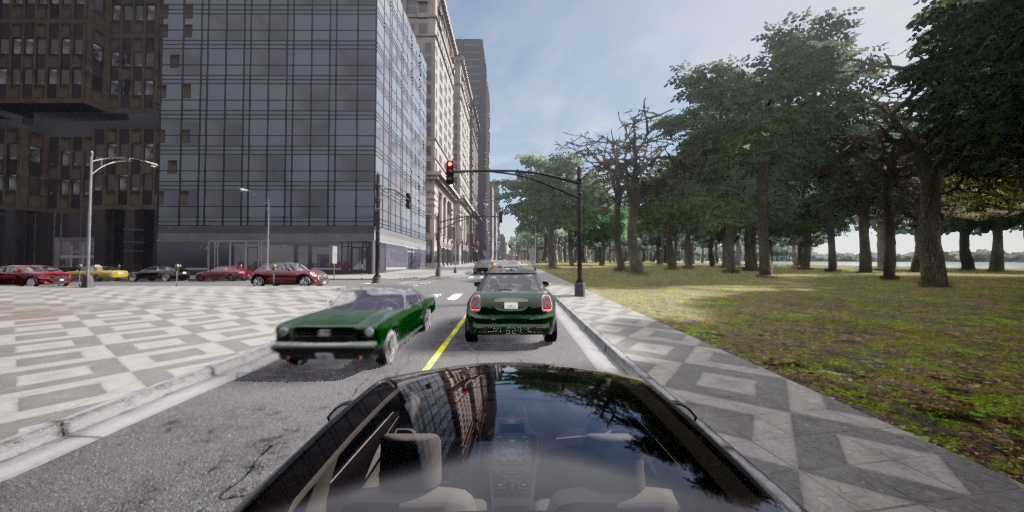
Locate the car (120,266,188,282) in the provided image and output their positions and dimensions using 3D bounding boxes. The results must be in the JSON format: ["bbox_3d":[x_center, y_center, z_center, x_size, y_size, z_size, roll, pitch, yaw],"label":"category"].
[{"bbox_3d":[-30.061,1.480,30.626,4.313,1.339,1.948,0,0,0],"label":"car"}]

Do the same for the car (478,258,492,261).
[{"bbox_3d":[-3.218,1.180,41.241,2.097,1.767,4.553,0,0,0],"label":"car"}]

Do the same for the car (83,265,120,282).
[{"bbox_3d":[-35.719,1.443,30.601,4.829,1.417,1.751,0,0,0],"label":"car"}]

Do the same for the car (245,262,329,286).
[{"bbox_3d":[-13.599,1.119,22.174,4.097,1.591,1.967,0,0,-1],"label":"car"}]

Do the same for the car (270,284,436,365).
[{"bbox_3d":[-3.119,1.355,8.166,1.895,1.301,4.718,0,0,0],"label":"car"}]

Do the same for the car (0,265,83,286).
[{"bbox_3d":[-30.030,1.234,22.103,4.507,1.381,1.888,0,0,0],"label":"car"}]

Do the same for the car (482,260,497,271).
[{"bbox_3d":[-3.240,1.350,52.606,1.882,1.535,5.008,0,0,0],"label":"car"}]

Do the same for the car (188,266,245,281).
[{"bbox_3d":[-24.575,1.493,30.649,4.207,1.307,1.802,0,0,0],"label":"car"}]

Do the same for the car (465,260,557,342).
[{"bbox_3d":[-0.010,1.108,9.968,2.097,1.767,4.553,0,0,0],"label":"car"}]
